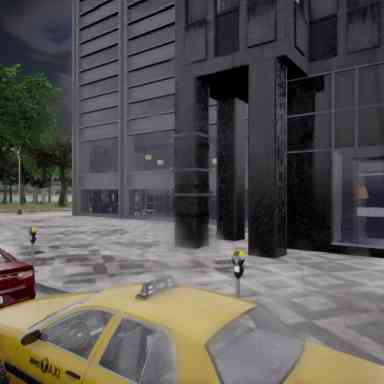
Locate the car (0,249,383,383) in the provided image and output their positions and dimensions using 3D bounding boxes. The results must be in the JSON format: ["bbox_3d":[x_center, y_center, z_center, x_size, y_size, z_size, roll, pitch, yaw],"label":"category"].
[{"bbox_3d":[-0.537,1.525,3.347,4.829,1.417,1.752,0,0,36],"label":"car"}]

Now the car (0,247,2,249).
[{"bbox_3d":[-4.823,1.545,6.410,4.507,1.381,1.887,0,0,36],"label":"car"}]
